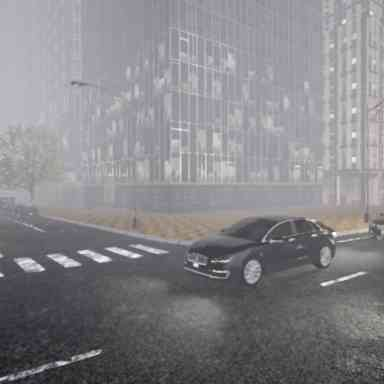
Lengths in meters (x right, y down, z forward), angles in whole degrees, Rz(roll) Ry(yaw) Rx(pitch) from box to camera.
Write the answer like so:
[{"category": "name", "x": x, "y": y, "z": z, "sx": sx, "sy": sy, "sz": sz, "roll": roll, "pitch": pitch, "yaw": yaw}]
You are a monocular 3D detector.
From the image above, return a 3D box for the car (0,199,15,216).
[{"category": "car", "x": -19.050, "y": 1.738, "z": 35.426, "sx": 2.008, "sy": 1.369, "sz": 4.403, "roll": -2, "pitch": 1, "yaw": -36}]

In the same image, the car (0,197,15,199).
[{"category": "car", "x": -22.177, "y": 1.542, "z": 39.646, "sx": 2.192, "sy": 1.841, "sz": 5.009, "roll": -2, "pitch": 1, "yaw": -36}]

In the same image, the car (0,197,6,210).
[{"category": "car", "x": -28.903, "y": 1.629, "z": 48.743, "sx": 2.192, "sy": 1.841, "sz": 5.009, "roll": -2, "pitch": 1, "yaw": -36}]

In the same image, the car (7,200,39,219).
[{"category": "car", "x": -15.308, "y": 1.689, "z": 30.651, "sx": 2.008, "sy": 1.369, "sz": 4.403, "roll": -2, "pitch": 1, "yaw": -36}]

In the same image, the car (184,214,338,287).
[{"category": "car", "x": 2.061, "y": 1.413, "z": 9.157, "sx": 4.892, "sy": 1.490, "sz": 1.837, "roll": -1, "pitch": 1, "yaw": -36}]

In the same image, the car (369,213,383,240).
[{"category": "car", "x": 9.661, "y": 1.331, "z": 14.599, "sx": 4.902, "sy": 1.511, "sz": 2.128, "roll": 0, "pitch": 1, "yaw": -35}]
